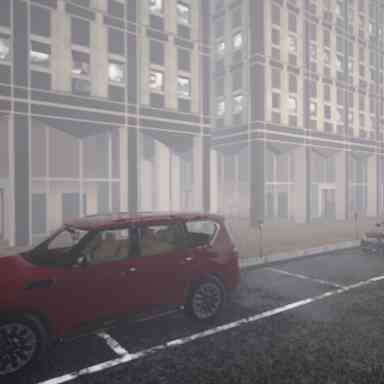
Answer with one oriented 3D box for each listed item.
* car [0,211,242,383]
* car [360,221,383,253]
[{"bbox_3d":[-1.383,1.307,5.583,5.009,1.841,2.192,0,0,-36],"label":"car"},{"bbox_3d":[7.883,1.529,12.217,4.206,1.307,1.802,0,0,-36],"label":"car"}]
